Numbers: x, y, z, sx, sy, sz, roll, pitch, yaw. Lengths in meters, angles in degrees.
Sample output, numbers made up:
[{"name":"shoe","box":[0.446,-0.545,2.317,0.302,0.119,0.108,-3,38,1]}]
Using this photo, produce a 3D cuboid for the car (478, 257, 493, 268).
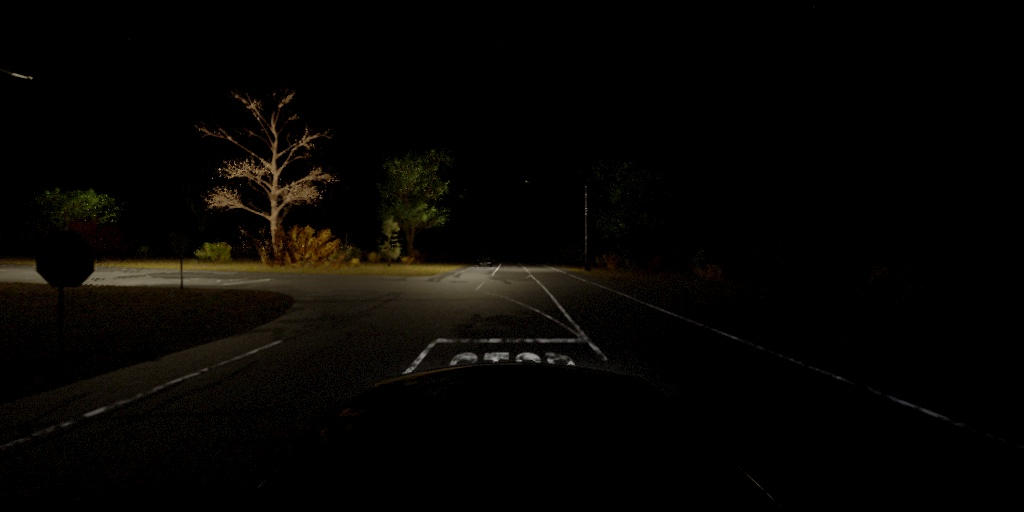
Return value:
[{"name":"car","box":[-3.617,0.840,49.659,1.837,1.490,4.892,0,1,0]}]
